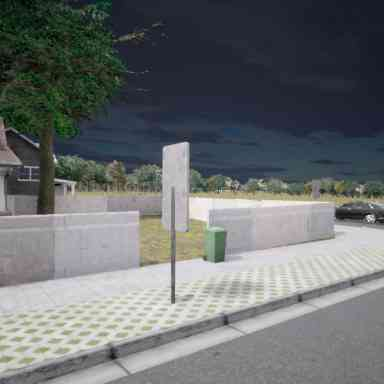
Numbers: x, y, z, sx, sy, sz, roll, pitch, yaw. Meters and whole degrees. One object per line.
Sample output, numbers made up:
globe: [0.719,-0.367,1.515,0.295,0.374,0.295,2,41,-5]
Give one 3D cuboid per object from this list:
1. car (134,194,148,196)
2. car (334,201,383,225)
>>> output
car: [-7.799,0.981,50.181,2.033,1.411,5.357,1,0,-35]
car: [11.576,1.373,23.368,1.837,1.490,4.892,1,0,-36]
